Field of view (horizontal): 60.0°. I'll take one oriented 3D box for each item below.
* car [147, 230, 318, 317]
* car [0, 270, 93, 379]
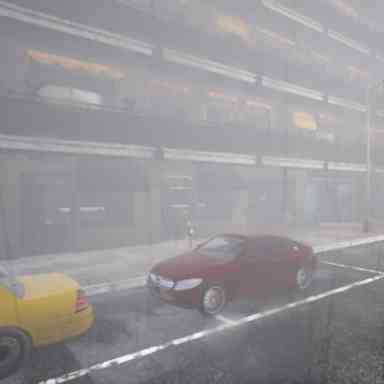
[{"bbox_3d":[1.063,1.544,7.317,4.206,1.307,1.802,-1,1,-36],"label":"car"},{"bbox_3d":[-3.707,1.532,3.910,4.829,1.417,1.752,-1,1,-36],"label":"car"}]
